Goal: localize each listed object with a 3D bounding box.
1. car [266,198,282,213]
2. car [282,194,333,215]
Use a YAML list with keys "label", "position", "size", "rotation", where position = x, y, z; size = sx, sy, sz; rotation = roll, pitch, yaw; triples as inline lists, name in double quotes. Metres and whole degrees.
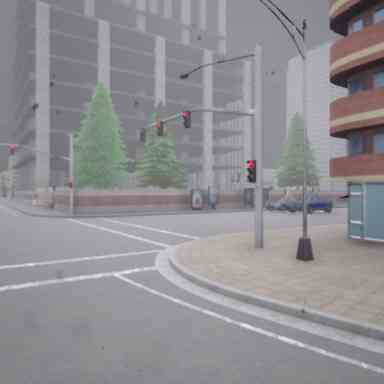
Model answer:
- label: "car"
  position: [10.684, 1.403, 38.442]
  size: [4.553, 1.767, 2.097]
  rotation: [0, 0, -32]
- label: "car"
  position: [12.697, 1.273, 35.577]
  size: [5.566, 2.045, 2.150]
  rotation: [0, 0, -32]
